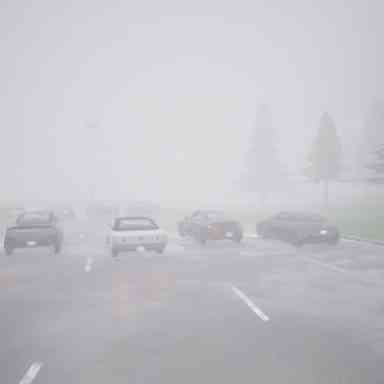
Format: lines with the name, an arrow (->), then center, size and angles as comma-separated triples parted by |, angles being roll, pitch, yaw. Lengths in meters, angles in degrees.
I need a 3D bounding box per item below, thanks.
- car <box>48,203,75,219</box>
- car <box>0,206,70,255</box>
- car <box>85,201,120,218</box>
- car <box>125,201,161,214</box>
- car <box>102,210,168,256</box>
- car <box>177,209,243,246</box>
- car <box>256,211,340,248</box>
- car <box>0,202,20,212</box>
car -> -12.027, 1.674, 29.581 | 1.994, 1.385, 4.181 | 0, 0, -41
car -> -6.299, 1.547, 13.675 | 2.128, 1.511, 4.902 | 0, 0, -19
car -> -8.440, 1.610, 31.235 | 1.812, 1.442, 4.674 | 0, 0, -40
car -> -4.791, 1.584, 32.306 | 1.812, 1.442, 4.674 | 0, 0, -38
car -> -2.406, 1.628, 13.329 | 1.895, 1.301, 4.718 | 0, 0, -18
car -> 0.738, 1.531, 15.465 | 1.812, 1.442, 4.674 | 0, 0, -19
car -> 4.558, 1.540, 14.916 | 1.994, 1.385, 4.181 | 0, 0, -17
car -> -16.320, 1.619, 29.130 | 1.882, 1.535, 5.008 | 0, 0, -45
